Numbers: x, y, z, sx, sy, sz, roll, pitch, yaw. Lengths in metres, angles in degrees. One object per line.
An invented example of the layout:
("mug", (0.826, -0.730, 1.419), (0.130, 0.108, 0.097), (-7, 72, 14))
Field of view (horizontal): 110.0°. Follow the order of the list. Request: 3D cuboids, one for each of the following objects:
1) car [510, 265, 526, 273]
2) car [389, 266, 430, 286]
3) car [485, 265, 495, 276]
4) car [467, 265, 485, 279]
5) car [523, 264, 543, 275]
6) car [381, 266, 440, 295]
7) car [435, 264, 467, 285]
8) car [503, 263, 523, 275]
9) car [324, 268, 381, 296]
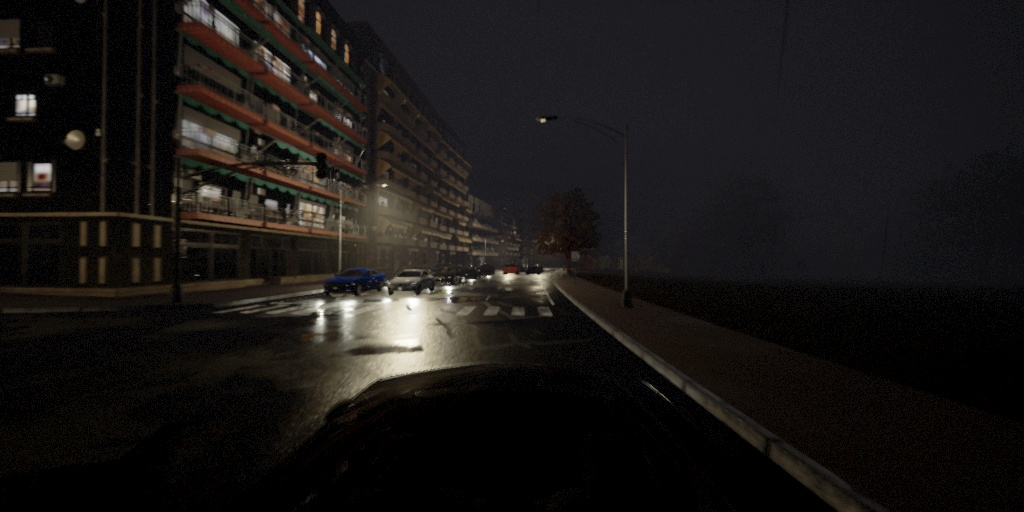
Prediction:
("car", (1.137, 2.240, 62.441), (2.033, 1.411, 5.357), (0, -1, 9))
("car", (-8.790, 1.634, 31.243), (1.882, 1.535, 5.008), (0, -1, 4))
("car", (-3.631, 1.965, 51.344), (1.882, 1.535, 5.008), (0, -1, 7))
("car", (-4.737, 1.879, 40.936), (1.994, 1.385, 4.181), (0, -1, 6))
("car", (3.099, 2.090, 52.622), (1.994, 1.385, 4.181), (0, -1, 8))
("car", (-6.070, 1.549, 22.115), (1.812, 1.442, 4.674), (0, -1, 3))
("car", (-5.550, 1.665, 30.988), (1.837, 1.490, 4.892), (0, -1, 4))
("car", (-0.030, 1.870, 52.630), (2.097, 1.767, 4.553), (0, -1, 7))
("car", (-9.344, 1.488, 21.691), (1.882, 1.535, 5.008), (0, -1, 3))
